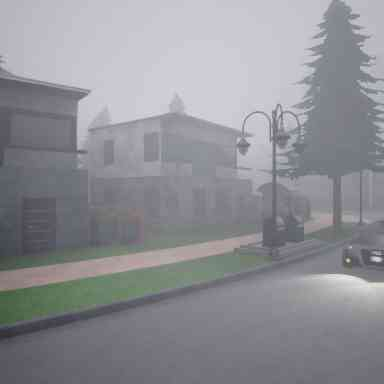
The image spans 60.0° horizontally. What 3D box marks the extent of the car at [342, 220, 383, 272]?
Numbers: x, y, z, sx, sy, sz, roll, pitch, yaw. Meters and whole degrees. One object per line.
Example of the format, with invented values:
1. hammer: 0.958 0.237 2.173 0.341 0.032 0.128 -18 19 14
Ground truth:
1. car: 6.148 1.564 10.085 1.994 1.385 4.181 0 0 43
